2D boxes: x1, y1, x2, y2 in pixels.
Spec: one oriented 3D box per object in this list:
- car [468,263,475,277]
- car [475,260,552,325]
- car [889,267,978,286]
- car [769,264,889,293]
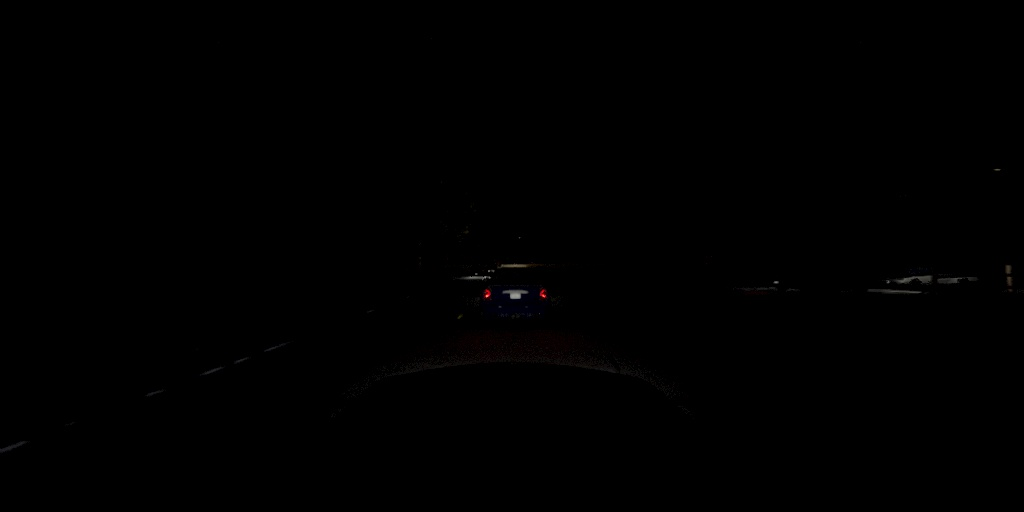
[{"bbox_3d":[-3.570,1.442,38.641,2.033,1.411,5.357,0,0,0],"label":"car"},{"bbox_3d":[0.096,1.152,12.132,2.097,1.767,4.553,0,0,0],"label":"car"},{"bbox_3d":[25.677,1.331,22.388,4.718,1.301,1.895,0,-2,0],"label":"car"},{"bbox_3d":[16.710,1.199,19.433,4.902,1.511,2.128,0,-2,0],"label":"car"}]
